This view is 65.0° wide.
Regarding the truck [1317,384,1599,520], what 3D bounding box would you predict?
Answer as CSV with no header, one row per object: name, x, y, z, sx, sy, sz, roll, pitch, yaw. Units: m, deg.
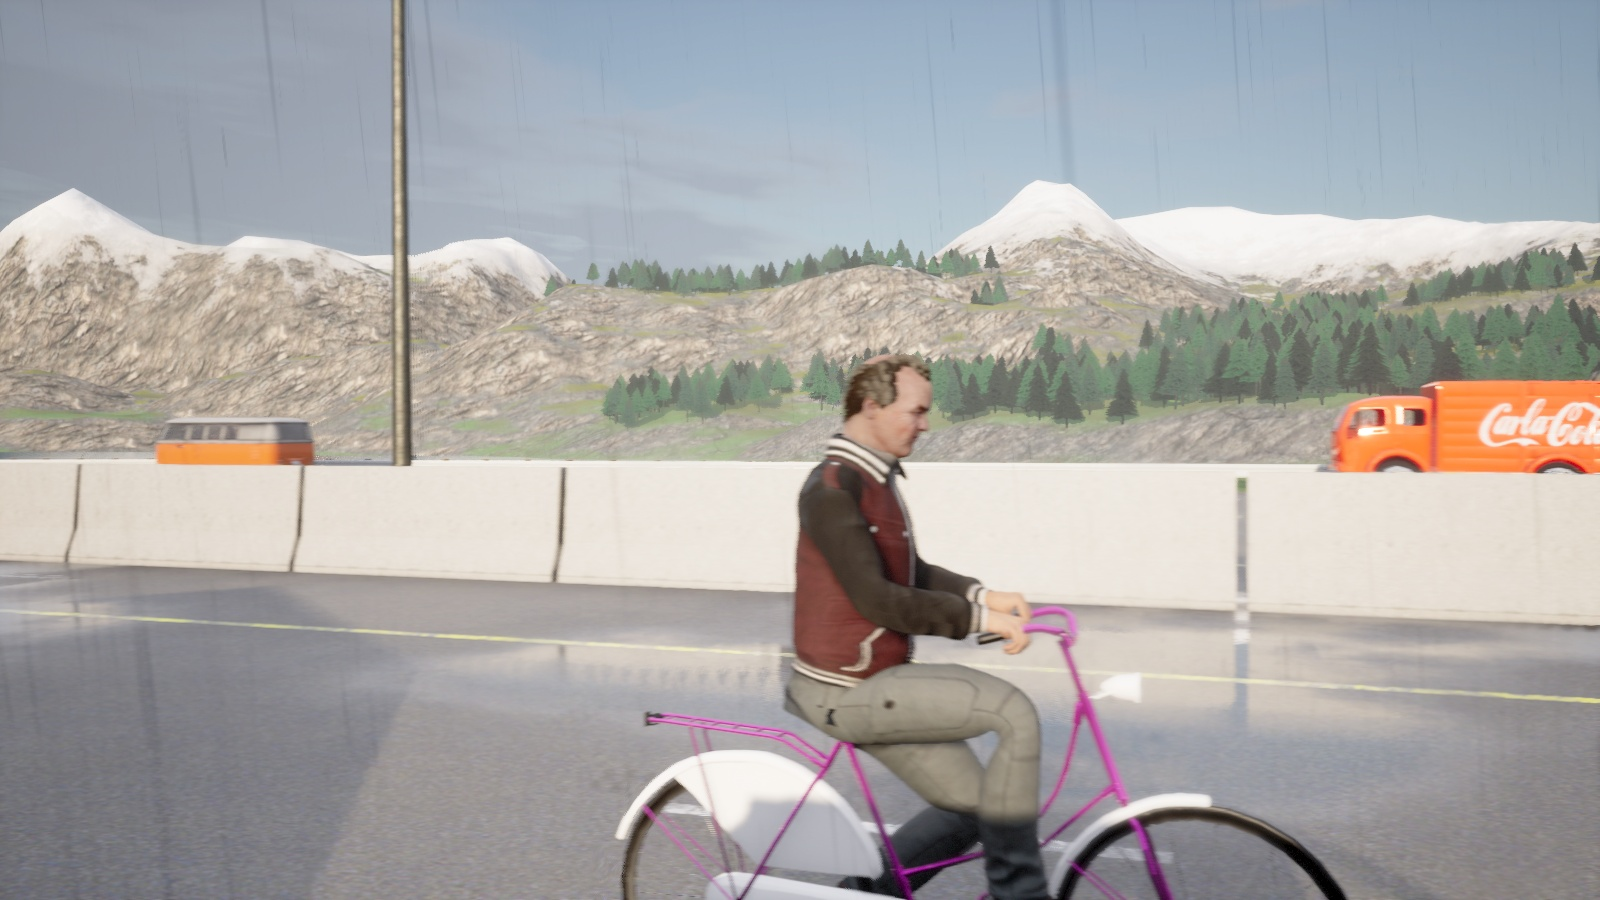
truck,13.056,-0.003,24.639,5.204,2.467,2.627,1,1,19

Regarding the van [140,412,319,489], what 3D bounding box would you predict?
van,-15.568,-0.022,34.279,4.442,1.987,1.775,1,1,19

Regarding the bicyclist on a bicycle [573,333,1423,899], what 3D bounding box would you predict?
bicyclist on a bicycle,0.432,0.650,3.046,1.843,1.776,0.659,0,1,19
